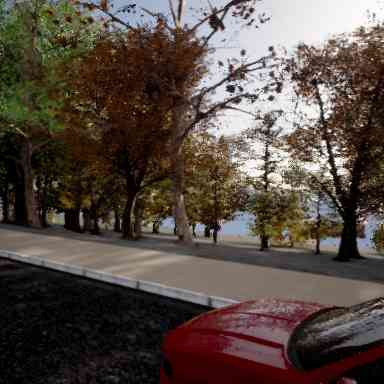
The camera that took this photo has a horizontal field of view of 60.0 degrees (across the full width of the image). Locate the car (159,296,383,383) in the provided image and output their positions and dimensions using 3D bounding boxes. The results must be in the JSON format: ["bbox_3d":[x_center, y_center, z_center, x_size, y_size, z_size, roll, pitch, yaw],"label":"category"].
[{"bbox_3d":[1.989,1.480,2.267,5.008,1.535,1.882,1,0,36],"label":"car"}]
